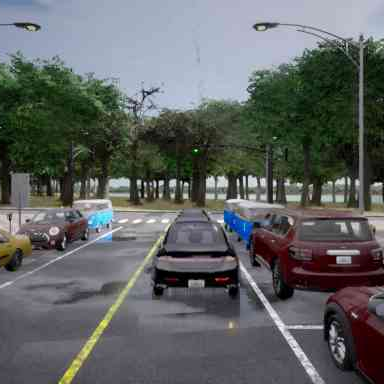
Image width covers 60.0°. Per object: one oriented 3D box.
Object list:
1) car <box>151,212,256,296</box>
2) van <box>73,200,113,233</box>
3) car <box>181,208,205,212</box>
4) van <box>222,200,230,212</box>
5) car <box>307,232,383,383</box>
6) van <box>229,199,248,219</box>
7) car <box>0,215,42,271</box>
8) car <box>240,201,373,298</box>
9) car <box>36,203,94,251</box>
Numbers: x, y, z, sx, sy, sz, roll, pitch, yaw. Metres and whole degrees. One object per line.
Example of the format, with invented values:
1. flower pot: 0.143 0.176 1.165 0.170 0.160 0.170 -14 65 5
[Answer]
1. car: 0.086 1.493 8.632 2.128 1.511 4.902 0 0 0
2. van: -5.774 1.343 19.297 1.690 1.788 3.998 0 0 0
3. car: 0.053 1.565 17.801 1.994 1.385 4.181 0 0 1
4. van: 2.751 1.343 19.301 1.690 1.788 3.998 0 0 0
5. car: 2.759 1.440 2.988 1.967 1.590 4.097 0 0 0
6. van: 2.754 1.342 13.863 1.690 1.788 3.998 0 0 0
7. car: -5.768 1.526 8.252 1.752 1.417 4.829 0 0 0
8. car: 2.757 1.315 8.426 2.192 1.841 5.009 0 0 0
9. car: -5.771 1.441 13.859 1.967 1.590 4.097 0 0 0
